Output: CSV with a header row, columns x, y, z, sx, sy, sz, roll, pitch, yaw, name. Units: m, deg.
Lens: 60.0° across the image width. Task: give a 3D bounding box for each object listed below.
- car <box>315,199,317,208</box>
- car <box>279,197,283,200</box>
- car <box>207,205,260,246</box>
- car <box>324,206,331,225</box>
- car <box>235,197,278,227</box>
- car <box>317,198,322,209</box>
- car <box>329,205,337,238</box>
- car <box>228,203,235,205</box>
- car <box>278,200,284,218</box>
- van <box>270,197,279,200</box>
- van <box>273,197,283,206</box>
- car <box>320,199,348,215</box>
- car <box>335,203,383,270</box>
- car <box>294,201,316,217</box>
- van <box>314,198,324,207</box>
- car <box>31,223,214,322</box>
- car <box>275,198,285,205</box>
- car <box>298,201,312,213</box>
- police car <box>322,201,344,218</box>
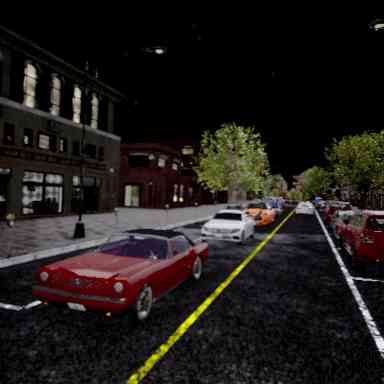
x,y,z,sx,sy,sz,roll,pitch,yaw,name
22.779,2.328,58.403,1.802,1.307,4.206,3,0,19,car
16.698,1.962,66.385,1.967,1.590,4.097,3,0,19,car
1.881,1.578,16.063,1.812,1.442,4.674,2,0,19,car
10.006,1.885,21.767,2.008,1.369,4.403,3,0,19,car
4.871,1.502,24.599,2.097,1.767,4.553,2,0,19,car
18.783,1.972,45.663,2.097,1.767,4.553,2,0,19,car
8.187,1.715,16.531,1.967,1.590,4.097,3,0,19,car
3.919,1.678,29.749,1.947,1.339,4.313,3,0,19,car
8.386,1.813,34.607,2.033,1.411,5.357,2,0,20,car
13.053,1.748,55.917,1.690,1.788,3.998,3,0,19,van
18.528,1.921,71.618,1.690,1.788,3.998,3,0,19,van
11.843,1.709,27.000,2.192,1.841,5.009,3,0,19,car
6.367,1.530,11.297,2.192,1.841,5.009,3,0,19,car
12.528,1.934,37.006,1.812,1.442,4.674,2,0,20,car
28.265,2.259,74.104,1.690,1.788,3.998,3,0,19,van
-1.132,1.554,7.419,1.895,1.301,4.718,2,0,19,car
20.343,2.187,76.853,2.008,1.369,4.403,3,0,19,car
16.133,2.050,47.450,1.812,1.442,4.674,2,0,20,car
16.541,1.973,39.178,1.930,1.638,5.238,2,0,19,police car
